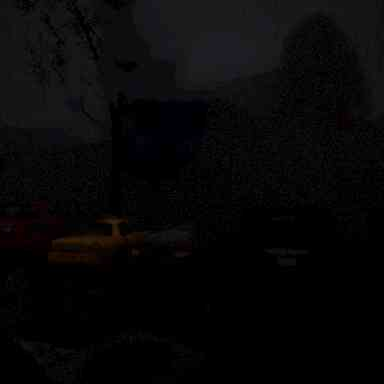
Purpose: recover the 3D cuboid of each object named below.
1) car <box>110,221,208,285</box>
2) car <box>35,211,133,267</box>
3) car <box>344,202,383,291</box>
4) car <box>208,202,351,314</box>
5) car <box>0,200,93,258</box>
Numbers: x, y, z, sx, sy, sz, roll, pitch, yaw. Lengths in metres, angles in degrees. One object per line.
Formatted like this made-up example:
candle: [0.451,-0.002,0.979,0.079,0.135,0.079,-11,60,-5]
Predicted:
car: [-0.237,1.576,9.629,2.002,1.452,4.674,-1,-1,15]
car: [-2.641,1.563,11.544,1.946,1.575,5.366,-1,-1,15]
car: [4.673,1.232,6.129,2.435,2.045,5.566,0,-1,15]
car: [2.227,1.259,7.929,2.435,2.045,5.566,0,-1,15]
car: [-5.140,1.339,13.122,2.435,2.045,5.566,-1,-1,15]
